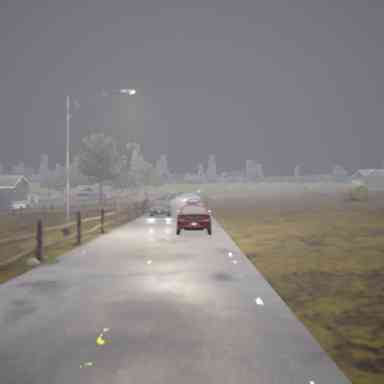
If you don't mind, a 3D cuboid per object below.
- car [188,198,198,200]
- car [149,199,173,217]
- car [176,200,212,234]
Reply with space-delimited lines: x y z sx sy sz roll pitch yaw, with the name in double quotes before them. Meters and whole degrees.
"car" 0.106 1.474 40.009 1.812 1.442 4.674 0 0 0
"car" -2.832 1.487 31.044 1.837 1.490 4.892 0 0 0
"car" 0.103 1.478 19.413 1.882 1.535 5.008 0 0 0
